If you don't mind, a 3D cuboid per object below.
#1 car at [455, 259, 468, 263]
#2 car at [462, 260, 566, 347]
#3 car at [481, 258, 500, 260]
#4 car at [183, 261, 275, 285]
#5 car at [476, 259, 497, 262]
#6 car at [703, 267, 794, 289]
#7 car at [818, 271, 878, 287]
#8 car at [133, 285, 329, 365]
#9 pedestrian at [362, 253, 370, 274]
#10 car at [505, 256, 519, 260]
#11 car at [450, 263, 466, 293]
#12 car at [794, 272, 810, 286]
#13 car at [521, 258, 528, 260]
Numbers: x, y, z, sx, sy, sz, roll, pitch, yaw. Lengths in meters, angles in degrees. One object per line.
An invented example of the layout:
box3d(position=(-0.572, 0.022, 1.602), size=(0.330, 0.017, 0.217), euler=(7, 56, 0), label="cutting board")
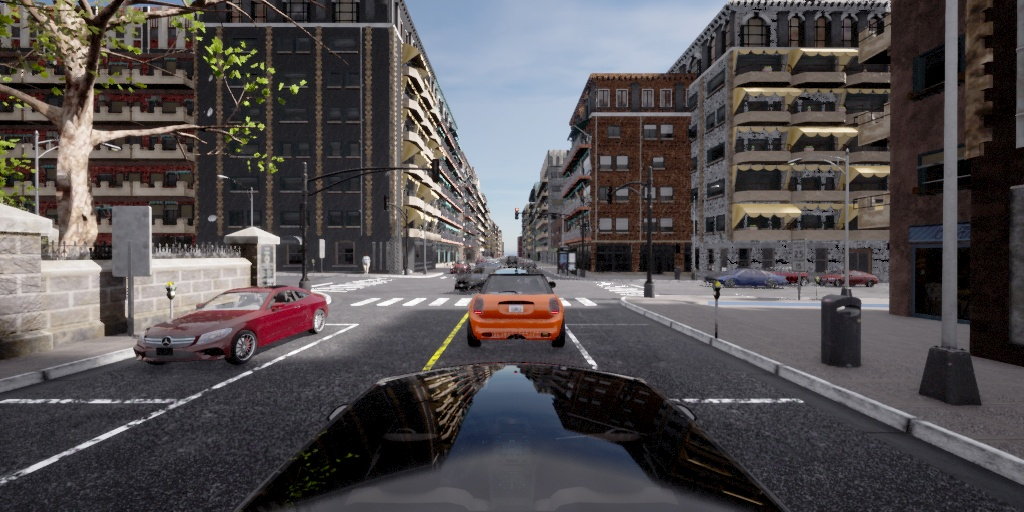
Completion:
box3d(position=(-5.743, 1.187, 40.385), size=(1.967, 1.591, 4.097), euler=(0, 0, 0), label="car")
box3d(position=(0.116, 1.101, 9.484), size=(2.097, 1.767, 4.553), euler=(0, 0, 1), label="car")
box3d(position=(-3.155, 1.312, 49.956), size=(1.994, 1.385, 4.181), euler=(0, 0, 0), label="car")
box3d(position=(-17.677, 1.035, 22.569), size=(4.181, 1.385, 1.994), euler=(1, 0, -1), label="car")
box3d(position=(-3.146, 1.312, 40.982), size=(1.994, 1.385, 4.181), euler=(0, 0, 0), label="car")
box3d(position=(17.016, 1.615, 26.237), size=(5.357, 1.411, 2.033), euler=(1, 0, -1), label="car")
box3d(position=(27.016, 1.813, 28.936), size=(4.207, 1.307, 1.802), euler=(0, 0, -1), label="car")
box3d(position=(-5.697, 1.331, 7.974), size=(1.802, 1.307, 4.207), euler=(0, 0, 0), label="car")
box3d(position=(-12.754, 0.651, 31.367), size=(0.375, 1.860, 0.375), euler=(0, -1, -1), label="pedestrian")
box3d(position=(0.022, 0.968, 65.047), size=(2.150, 2.045, 5.566), euler=(0, 0, -1), label="car")
box3d(position=(-1.166, 1.253, 20.176), size=(1.837, 1.490, 4.892), euler=(-2, -1, 35), label="car")
box3d(position=(21.343, 1.571, 28.859), size=(4.097, 1.591, 1.967), euler=(0, 0, -1), label="car")
box3d(position=(2.622, 1.298, 51.668), size=(2.007, 1.370, 4.403), euler=(0, 0, 0), label="car")
